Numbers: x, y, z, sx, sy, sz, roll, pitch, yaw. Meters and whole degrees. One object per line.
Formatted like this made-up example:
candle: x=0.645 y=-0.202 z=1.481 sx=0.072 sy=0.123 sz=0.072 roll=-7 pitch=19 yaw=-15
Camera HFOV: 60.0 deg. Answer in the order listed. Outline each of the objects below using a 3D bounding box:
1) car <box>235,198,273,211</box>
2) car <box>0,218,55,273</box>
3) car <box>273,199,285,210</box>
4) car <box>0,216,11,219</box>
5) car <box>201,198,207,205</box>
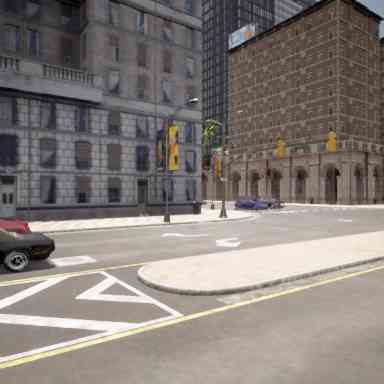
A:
car: x=7.200 y=1.525 z=40.874 sx=1.812 sy=1.442 sz=4.674 roll=0 pitch=0 yaw=-35
car: x=-6.480 y=1.601 z=9.221 sx=4.718 sy=1.301 sz=1.895 roll=0 pitch=0 yaw=-35
car: x=9.832 y=1.491 z=43.219 sx=2.128 sy=1.511 sz=4.902 roll=0 pitch=0 yaw=-35
car: x=-8.425 y=1.526 z=12.126 sx=4.674 sy=1.442 sz=1.812 roll=0 pitch=0 yaw=-35
car: x=0.636 y=1.491 z=56.365 sx=2.128 sy=1.511 sz=4.902 roll=0 pitch=0 yaw=-34
